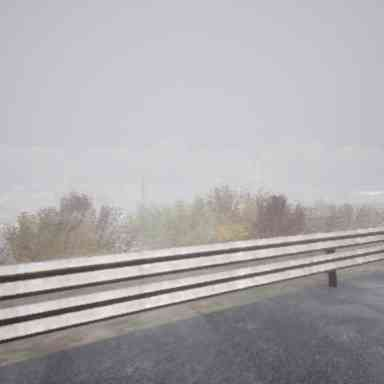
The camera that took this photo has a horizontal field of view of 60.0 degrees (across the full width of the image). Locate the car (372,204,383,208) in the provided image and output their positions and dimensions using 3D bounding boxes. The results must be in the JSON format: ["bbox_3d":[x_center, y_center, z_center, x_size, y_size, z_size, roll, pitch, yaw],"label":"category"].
[{"bbox_3d":[45.386,3.684,79.993,4.553,1.767,2.097,-3,2,-18],"label":"car"}]
